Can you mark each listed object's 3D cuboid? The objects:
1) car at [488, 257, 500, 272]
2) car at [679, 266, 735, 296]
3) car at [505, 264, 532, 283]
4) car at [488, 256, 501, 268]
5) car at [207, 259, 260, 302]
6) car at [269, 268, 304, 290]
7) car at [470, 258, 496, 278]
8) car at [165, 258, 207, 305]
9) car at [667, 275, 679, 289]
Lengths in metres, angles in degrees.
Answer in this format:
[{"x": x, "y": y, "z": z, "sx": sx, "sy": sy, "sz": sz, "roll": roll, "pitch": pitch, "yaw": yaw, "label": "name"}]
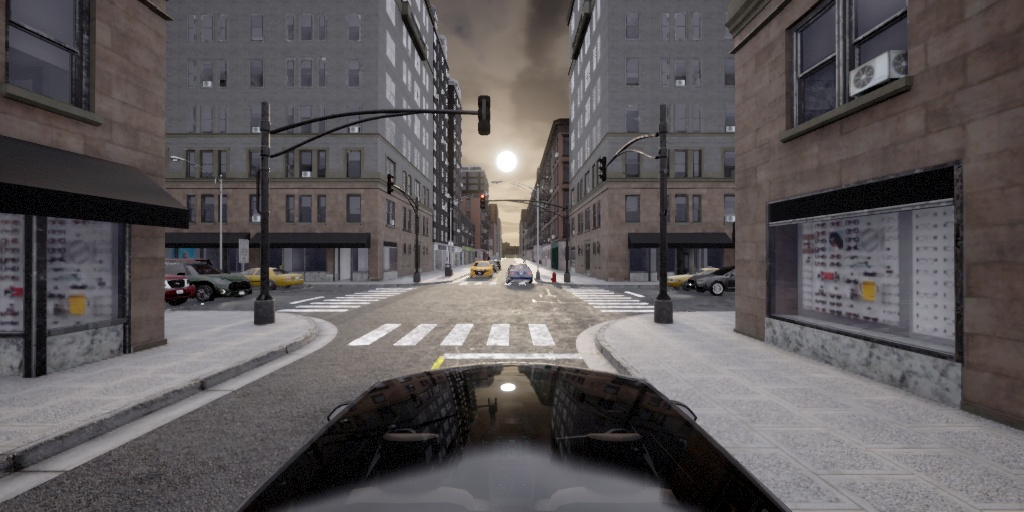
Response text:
[{"x": -2.840, "y": 1.244, "z": 44.339, "sx": 1.837, "sy": 1.490, "sz": 4.892, "roll": 0, "pitch": 0, "yaw": 0, "label": "car"}, {"x": 11.904, "y": 1.273, "z": 19.014, "sx": 4.892, "sy": 1.490, "sz": 1.837, "roll": 0, "pitch": 0, "yaw": 1, "label": "car"}, {"x": 0.475, "y": 1.293, "z": 27.850, "sx": 2.033, "sy": 1.411, "sz": 5.357, "roll": 0, "pitch": 0, "yaw": -3, "label": "car"}, {"x": -2.831, "y": 0.953, "z": 54.932, "sx": 2.150, "sy": 2.045, "sz": 5.566, "roll": 0, "pitch": 0, "yaw": 0, "label": "car"}, {"x": -14.389, "y": 1.085, "z": 16.119, "sx": 4.553, "sy": 1.767, "sz": 2.097, "roll": 0, "pitch": 0, "yaw": 0, "label": "car"}, {"x": -15.246, "y": 1.279, "z": 21.605, "sx": 4.829, "sy": 1.417, "sz": 1.751, "roll": 0, "pitch": 0, "yaw": 0, "label": "car"}, {"x": -2.839, "y": 1.222, "z": 33.937, "sx": 1.882, "sy": 1.535, "sz": 5.008, "roll": 0, "pitch": 0, "yaw": 0, "label": "car"}, {"x": -15.097, "y": 1.035, "z": 13.579, "sx": 5.009, "sy": 1.841, "sz": 2.192, "roll": 0, "pitch": 0, "yaw": 0, "label": "car"}, {"x": 11.638, "y": 1.304, "z": 21.561, "sx": 4.829, "sy": 1.417, "sz": 1.751, "roll": 0, "pitch": 0, "yaw": 0, "label": "car"}]
